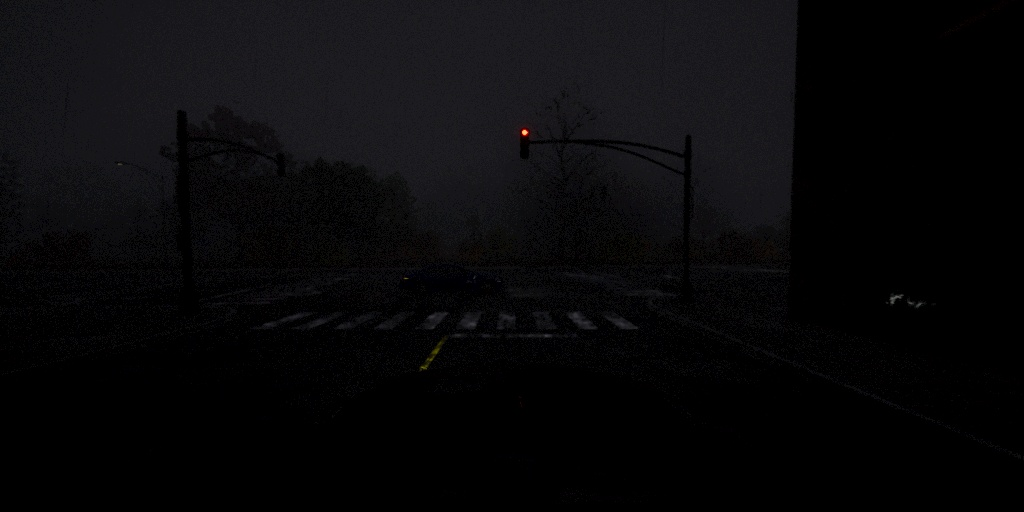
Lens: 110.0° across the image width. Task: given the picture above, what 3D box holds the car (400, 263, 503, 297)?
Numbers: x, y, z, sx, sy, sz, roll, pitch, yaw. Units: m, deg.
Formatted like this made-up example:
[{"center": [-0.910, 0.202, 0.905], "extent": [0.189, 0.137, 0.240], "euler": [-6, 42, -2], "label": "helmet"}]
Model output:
[{"center": [-2.765, 1.042, 16.627], "extent": [4.674, 1.442, 1.812], "euler": [0, 2, -8], "label": "car"}]

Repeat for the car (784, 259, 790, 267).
[{"center": [26.187, 0.508, 30.857], "extent": [4.718, 1.301, 1.895], "euler": [0, 2, -9], "label": "car"}]
